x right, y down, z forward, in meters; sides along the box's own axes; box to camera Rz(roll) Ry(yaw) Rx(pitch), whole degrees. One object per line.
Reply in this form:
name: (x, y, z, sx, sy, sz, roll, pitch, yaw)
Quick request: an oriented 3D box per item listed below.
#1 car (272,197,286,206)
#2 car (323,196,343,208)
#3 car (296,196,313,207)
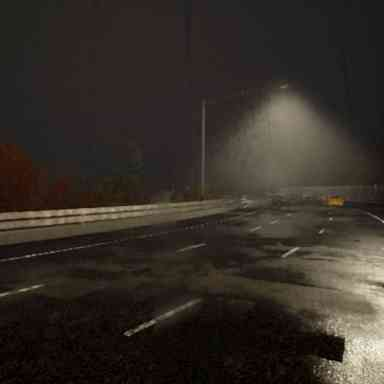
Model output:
car: (12.696, 1.317, 48.875, 1.895, 1.301, 4.718, 0, 0, 12)
car: (18.883, 1.262, 44.662, 1.882, 1.535, 5.008, 0, 0, 14)
car: (15.740, 1.243, 46.626, 2.128, 1.511, 4.902, 0, 0, 13)
